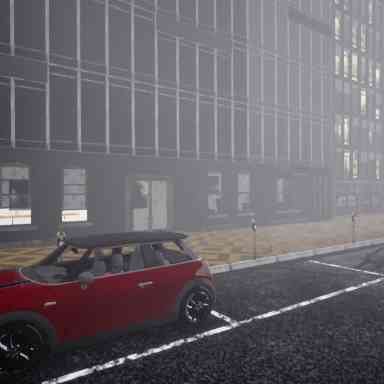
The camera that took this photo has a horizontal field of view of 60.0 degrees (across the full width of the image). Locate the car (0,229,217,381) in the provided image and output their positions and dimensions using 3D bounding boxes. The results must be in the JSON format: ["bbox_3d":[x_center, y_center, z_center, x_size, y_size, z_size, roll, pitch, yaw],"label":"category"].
[{"bbox_3d":[-1.639,1.440,5.396,4.097,1.590,1.967,0,0,-35],"label":"car"}]
